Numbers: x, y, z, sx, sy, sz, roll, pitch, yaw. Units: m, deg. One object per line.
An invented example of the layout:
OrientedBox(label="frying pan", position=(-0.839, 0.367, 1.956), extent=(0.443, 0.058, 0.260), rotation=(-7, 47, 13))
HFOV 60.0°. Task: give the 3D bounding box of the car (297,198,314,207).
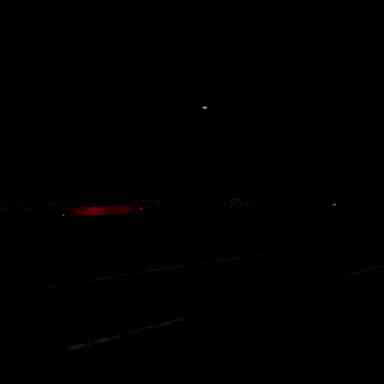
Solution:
OrientedBox(label="car", position=(16.462, 1.611, 45.706), extent=(4.674, 1.442, 1.812), rotation=(0, 0, -35))

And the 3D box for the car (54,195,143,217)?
OrientedBox(label="car", position=(-5.851, 1.233, 21.316), extent=(5.566, 2.045, 2.150), rotation=(0, 0, -35))

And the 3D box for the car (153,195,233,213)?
OrientedBox(label="car", position=(0.120, 1.241, 21.261), extent=(5.566, 2.045, 2.150), rotation=(0, 0, -36))

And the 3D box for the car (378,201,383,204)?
OrientedBox(label="car", position=(21.691, 1.625, 36.554), extent=(5.357, 1.411, 2.033), rotation=(0, 0, -36))

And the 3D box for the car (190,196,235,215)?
OrientedBox(label="car", position=(2.232, 1.388, 35.667), extent=(4.553, 1.767, 2.097), rotation=(0, 0, -35))

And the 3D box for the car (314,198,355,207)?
OrientedBox(label="car", position=(16.123, 1.415, 36.930), extent=(4.553, 1.767, 2.097), rotation=(0, 0, -35))
